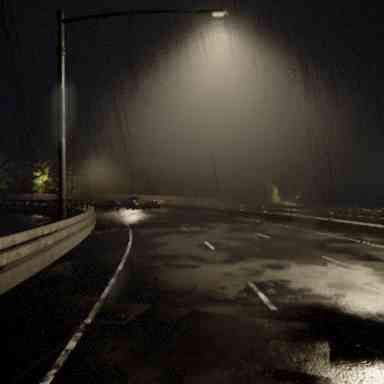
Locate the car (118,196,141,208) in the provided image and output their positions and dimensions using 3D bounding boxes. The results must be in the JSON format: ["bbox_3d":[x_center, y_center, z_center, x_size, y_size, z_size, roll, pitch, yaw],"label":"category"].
[{"bbox_3d":[-11.762,1.882,62.362,2.150,2.045,5.566,0,-1,-36],"label":"car"}]

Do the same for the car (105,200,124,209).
[{"bbox_3d":[-13.759,2.193,59.001,1.994,1.385,4.181,0,-1,-33],"label":"car"}]

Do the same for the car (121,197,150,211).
[{"bbox_3d":[-8.488,1.988,49.679,2.128,1.511,4.902,0,0,-27],"label":"car"}]

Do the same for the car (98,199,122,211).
[{"bbox_3d":[-12.050,2.034,48.975,1.837,1.490,4.892,0,-1,-27],"label":"car"}]

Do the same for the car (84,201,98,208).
[{"bbox_3d":[-17.450,2.229,58.272,1.994,1.385,4.181,0,-1,-36],"label":"car"}]

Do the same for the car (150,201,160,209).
[{"bbox_3d":[-6.774,2.075,54.011,1.994,1.385,4.181,0,-1,-30],"label":"car"}]
